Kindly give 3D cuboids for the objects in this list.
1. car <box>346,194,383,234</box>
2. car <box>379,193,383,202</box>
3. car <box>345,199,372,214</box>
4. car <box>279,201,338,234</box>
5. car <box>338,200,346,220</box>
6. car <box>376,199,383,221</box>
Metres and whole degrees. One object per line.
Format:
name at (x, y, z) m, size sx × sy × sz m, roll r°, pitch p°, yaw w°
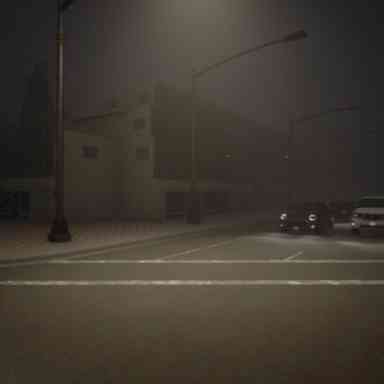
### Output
car at (10.564, 1.226, 18.835) m, size 2.150 × 2.045 × 5.566 m, roll 0°, pitch 0°, yaw 35°
car at (34.446, 0.963, 58.810) m, size 1.994 × 1.385 × 4.181 m, roll 0°, pitch 0°, yaw 35°
car at (17.428, 1.428, 34.706) m, size 1.895 × 1.301 × 4.718 m, roll 0°, pitch 1°, yaw 35°
car at (6.800, 1.358, 19.563) m, size 2.097 × 1.767 × 4.553 m, roll 0°, pitch 0°, yaw 35°
car at (12.094, 1.449, 27.107) m, size 1.882 × 1.535 × 5.008 m, roll 0°, pitch 1°, yaw 35°
car at (16.305, 1.419, 27.012) m, size 1.882 × 1.535 × 5.008 m, roll 0°, pitch 1°, yaw 35°
